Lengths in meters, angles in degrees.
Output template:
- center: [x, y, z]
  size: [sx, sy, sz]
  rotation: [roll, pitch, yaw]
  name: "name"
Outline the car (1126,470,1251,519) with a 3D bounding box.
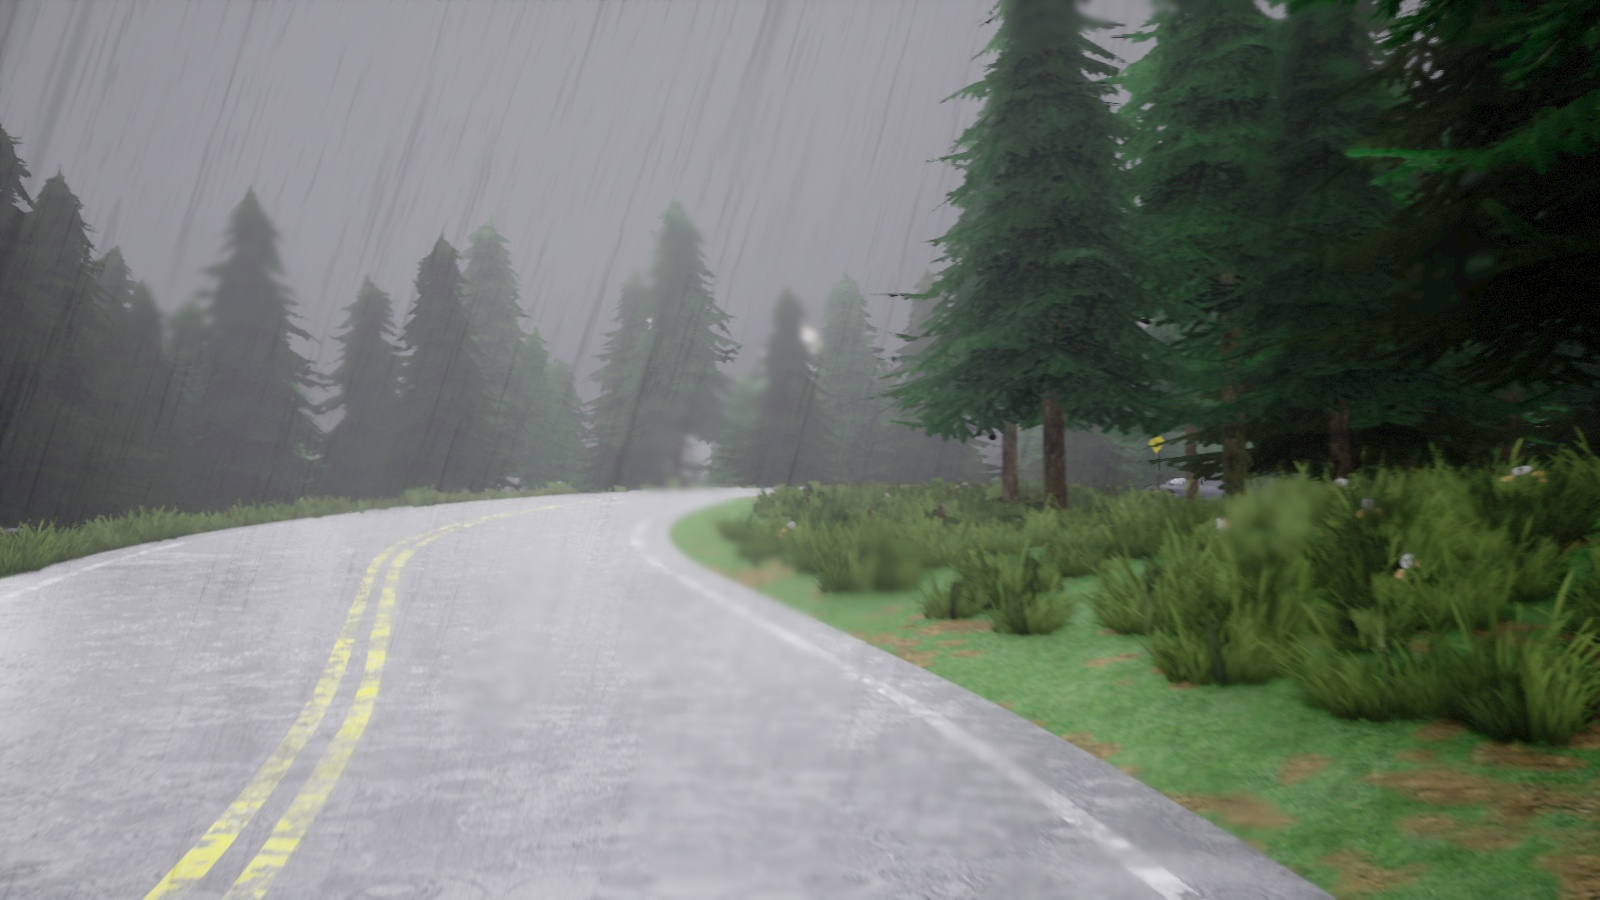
- center: [17.037, 1.968, 55.138]
  size: [4.856, 1.649, 2.033]
  rotation: [6, -6, -14]
  name: "car"
